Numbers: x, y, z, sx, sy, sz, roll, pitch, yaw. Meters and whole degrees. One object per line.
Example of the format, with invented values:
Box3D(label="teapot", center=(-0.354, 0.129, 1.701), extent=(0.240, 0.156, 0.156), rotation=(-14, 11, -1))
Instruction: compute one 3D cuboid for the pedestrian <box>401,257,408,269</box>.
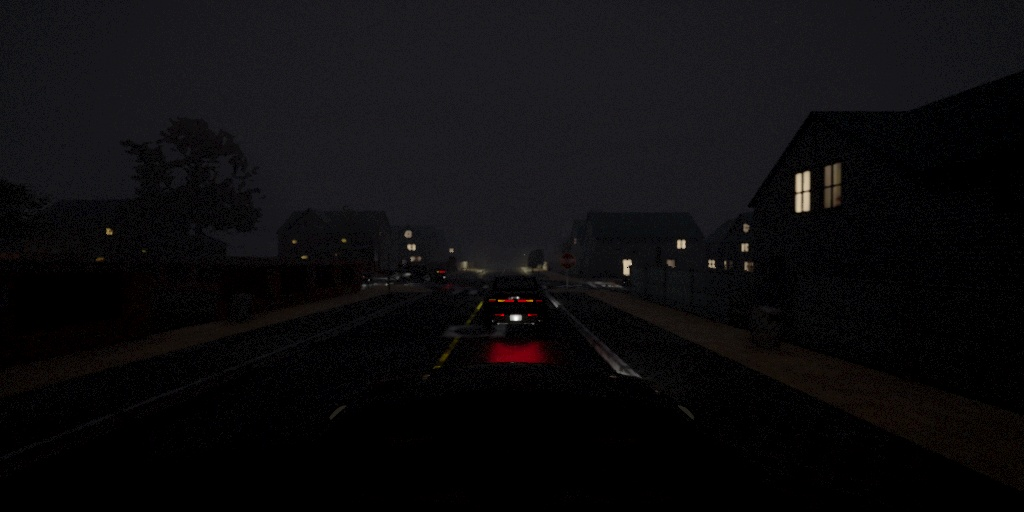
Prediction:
Box3D(label="pedestrian", center=(-9.689, 0.937, 32.437), extent=(0.375, 1.860, 0.375), rotation=(0, 0, 1))

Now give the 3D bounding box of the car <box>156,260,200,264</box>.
Box3D(label="car", center=(-24.593, 1.070, 26.817), extent=(4.892, 1.490, 1.837), rotation=(1, 1, 1))

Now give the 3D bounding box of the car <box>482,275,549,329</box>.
Box3D(label="car", center=(0.099, 1.356, 11.600), extent=(1.837, 1.490, 4.892), rotation=(0, -1, 0))

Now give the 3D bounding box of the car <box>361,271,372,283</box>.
Box3D(label="car", center=(-13.252, 1.344, 26.637), extent=(5.357, 1.411, 2.033), rotation=(1, 1, 1))

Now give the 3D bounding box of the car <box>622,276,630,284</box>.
Box3D(label="car", center=(11.825, 1.828, 29.206), extent=(5.357, 1.411, 2.033), rotation=(1, 1, 1))

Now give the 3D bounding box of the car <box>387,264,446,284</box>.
Box3D(label="car", center=(-7.790, 1.382, 29.244), extent=(4.892, 1.490, 1.837), rotation=(1, -2, 14))
